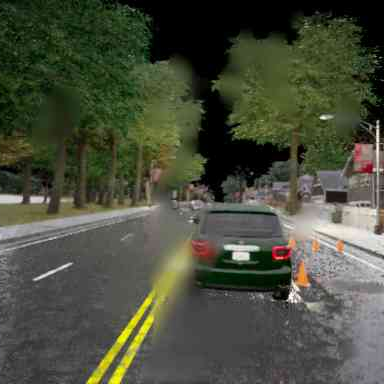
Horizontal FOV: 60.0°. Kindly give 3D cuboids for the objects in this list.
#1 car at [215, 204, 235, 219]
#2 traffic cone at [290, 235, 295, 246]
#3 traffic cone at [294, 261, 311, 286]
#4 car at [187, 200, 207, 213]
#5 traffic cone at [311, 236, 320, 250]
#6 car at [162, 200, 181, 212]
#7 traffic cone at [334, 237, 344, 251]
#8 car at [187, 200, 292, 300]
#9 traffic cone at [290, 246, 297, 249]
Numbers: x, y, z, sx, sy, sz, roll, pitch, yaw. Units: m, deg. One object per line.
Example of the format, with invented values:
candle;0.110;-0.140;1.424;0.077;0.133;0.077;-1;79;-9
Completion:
car;3.376;1.948;34.374;1.895;1.301;4.718;2;0;5
traffic cone;4.403;2.184;14.557;0.340;0.580;0.340;2;0;5
traffic cone;2.884;2.101;8.667;0.340;0.580;0.340;2;0;5
car;0.721;1.845;43.373;2.128;1.511;4.902;2;-1;5
traffic cone;5.398;2.211;14.469;0.340;0.580;0.340;2;0;5
car;-2.573;1.804;43.047;2.033;1.411;5.357;2;-1;5
traffic cone;6.390;2.239;14.381;0.340;0.580;0.340;2;0;6
car;1.151;1.319;8.909;2.150;2.045;5.566;2;0;5
traffic cone;3.058;2.119;10.659;0.340;0.580;0.340;2;0;5
